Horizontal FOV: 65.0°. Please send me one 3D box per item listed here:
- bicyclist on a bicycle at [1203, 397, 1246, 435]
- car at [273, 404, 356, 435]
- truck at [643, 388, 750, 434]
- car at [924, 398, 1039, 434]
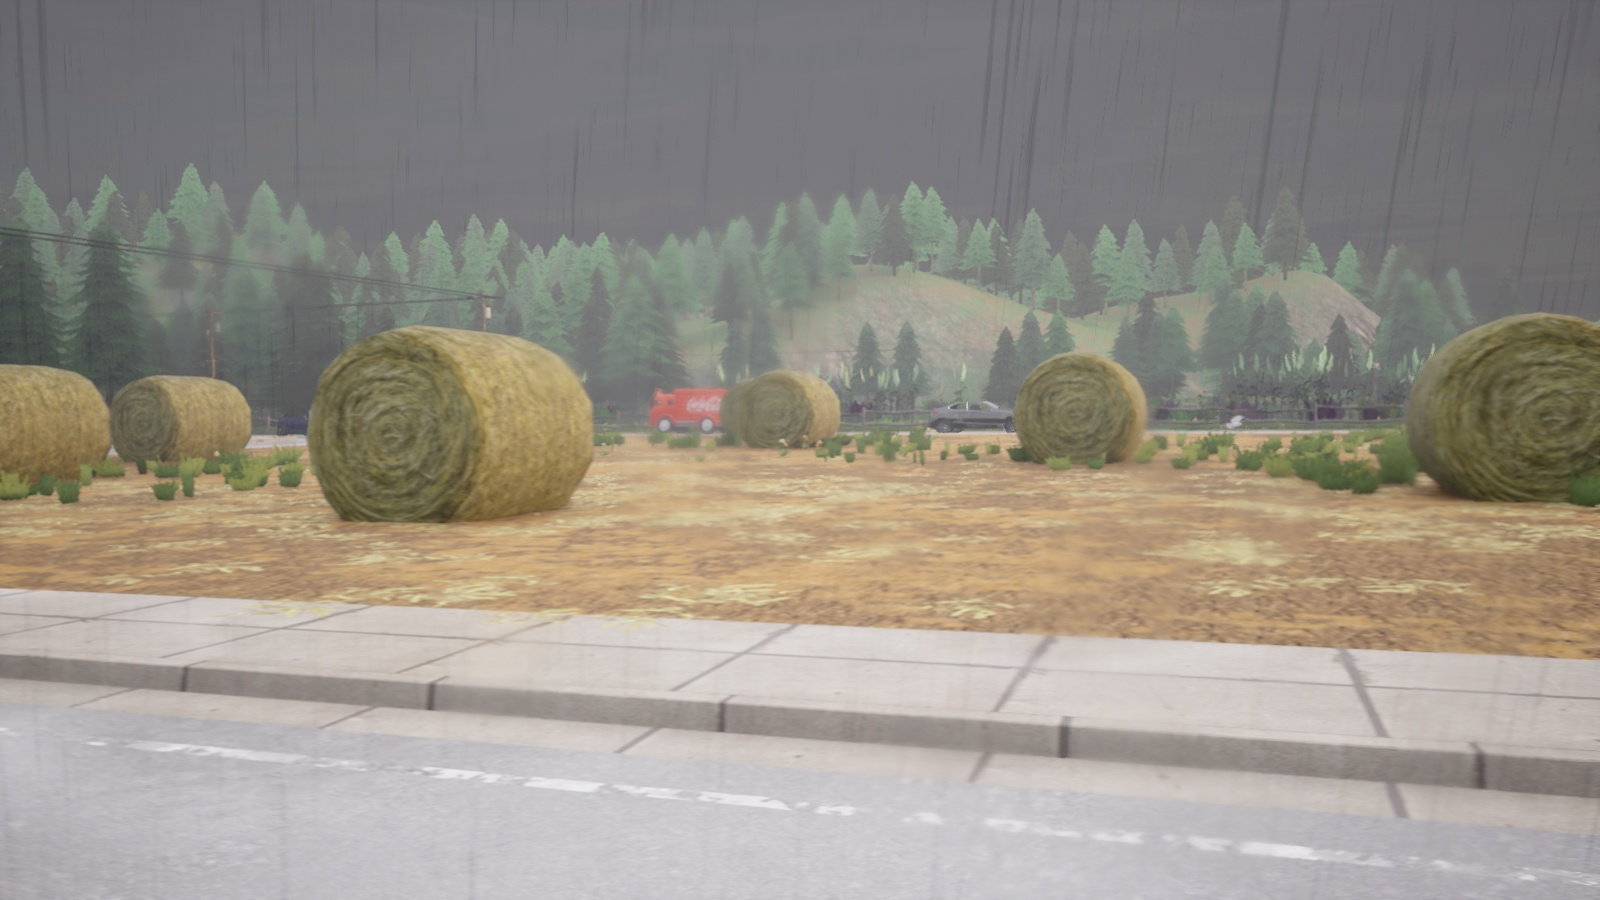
[{"bbox_3d":[19.820,-1.581,58.597,1.843,1.776,0.659,1,2,22],"label":"bicyclist on a bicycle"},{"bbox_3d":[-28.774,-1.830,74.385,4.553,1.767,2.097,1,3,29],"label":"car"},{"bbox_3d":[-5.689,-2.142,69.068,5.204,2.467,2.627,1,2,22],"label":"truck"},{"bbox_3d":[8.592,-1.623,59.427,5.027,1.651,2.152,0,2,22],"label":"car"}]
